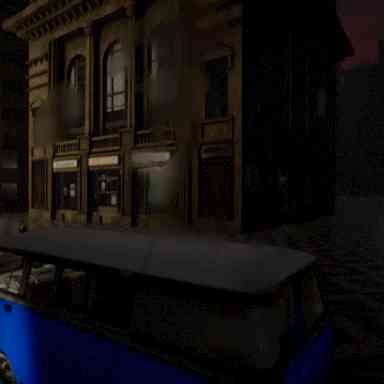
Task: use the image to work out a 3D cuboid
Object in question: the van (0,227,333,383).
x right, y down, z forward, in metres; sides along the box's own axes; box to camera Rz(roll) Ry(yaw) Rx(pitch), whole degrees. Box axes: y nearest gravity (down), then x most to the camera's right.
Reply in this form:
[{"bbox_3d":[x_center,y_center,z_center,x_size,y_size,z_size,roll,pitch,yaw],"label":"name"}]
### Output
[{"bbox_3d":[-0.659,1.341,3.435,3.998,1.788,1.690,0,0,36],"label":"van"}]
